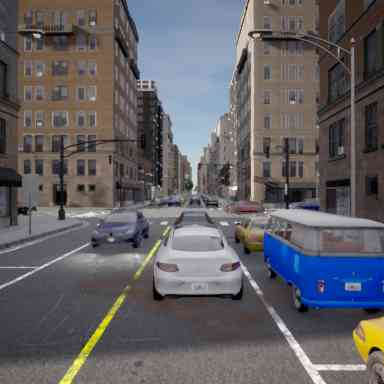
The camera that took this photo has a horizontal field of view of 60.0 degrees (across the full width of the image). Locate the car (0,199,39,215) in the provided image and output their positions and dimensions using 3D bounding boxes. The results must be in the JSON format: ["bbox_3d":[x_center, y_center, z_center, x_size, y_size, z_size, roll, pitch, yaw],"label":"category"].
[{"bbox_3d":[-18.043,1.411,32.311,5.357,1.411,2.033,0,-1,0],"label":"car"}]

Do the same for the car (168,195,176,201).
[{"bbox_3d":[-4.979,1.527,83.852,1.752,1.417,4.829,1,0,1],"label":"car"}]

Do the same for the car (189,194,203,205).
[{"bbox_3d":[0.585,1.530,59.388,1.812,1.442,4.674,0,0,1],"label":"car"}]

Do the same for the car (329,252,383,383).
[{"bbox_3d":[2.679,1.526,1.891,1.752,1.417,4.829,1,0,0],"label":"car"}]

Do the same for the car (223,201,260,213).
[{"bbox_3d":[5.333,1.586,34.471,4.181,1.385,1.994,1,0,-16],"label":"car"}]

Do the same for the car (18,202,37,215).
[{"bbox_3d":[-16.503,1.443,29.043,4.718,1.301,1.895,0,-1,1],"label":"car"}]

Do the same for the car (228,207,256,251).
[{"bbox_3d":[2.697,1.528,13.238,1.752,1.417,4.829,1,0,0],"label":"car"}]

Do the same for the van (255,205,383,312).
[{"bbox_3d":[2.689,1.342,7.395,1.690,1.788,3.998,1,0,0],"label":"van"}]

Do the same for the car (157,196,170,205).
[{"bbox_3d":[-5.295,1.556,61.907,2.008,1.369,4.403,1,0,1],"label":"car"}]

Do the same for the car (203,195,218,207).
[{"bbox_3d":[3.071,1.571,50.731,1.947,1.339,4.313,1,0,1],"label":"car"}]

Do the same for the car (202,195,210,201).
[{"bbox_3d":[3.627,1.550,89.442,2.008,1.369,4.403,1,0,1],"label":"car"}]

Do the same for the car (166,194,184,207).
[{"bbox_3d":[-2.674,1.483,52.175,1.882,1.535,5.008,0,0,1],"label":"car"}]

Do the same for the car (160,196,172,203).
[{"bbox_3d":[-5.215,1.549,67.436,1.887,1.381,4.507,1,0,1],"label":"car"}]

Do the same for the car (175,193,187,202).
[{"bbox_3d":[-2.511,1.483,61.835,1.882,1.535,5.008,0,0,1],"label":"car"}]

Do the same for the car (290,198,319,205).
[{"bbox_3d":[13.618,1.506,38.750,4.553,1.767,2.097,0,-1,1],"label":"car"}]

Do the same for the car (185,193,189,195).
[{"bbox_3d":[-2.300,1.359,71.963,2.097,1.767,4.553,0,0,1],"label":"car"}]

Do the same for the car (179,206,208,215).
[{"bbox_3d":[0.116,1.567,15.580,1.994,1.385,4.181,0,0,0],"label":"car"}]

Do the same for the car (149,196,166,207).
[{"bbox_3d":[-5.454,1.588,50.850,1.802,1.307,4.206,1,0,1],"label":"car"}]

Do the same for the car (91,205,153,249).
[{"bbox_3d":[-2.994,1.528,14.789,1.812,1.442,4.674,0,0,1],"label":"car"}]

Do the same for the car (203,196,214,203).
[{"bbox_3d":[3.309,1.548,67.322,1.887,1.381,4.507,1,0,1],"label":"car"}]

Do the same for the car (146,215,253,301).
[{"bbox_3d":[0.089,1.527,8.244,1.812,1.442,4.674,0,0,-1],"label":"car"}]

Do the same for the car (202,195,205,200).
[{"bbox_3d":[3.150,1.549,56.261,1.887,1.381,4.507,1,0,1],"label":"car"}]

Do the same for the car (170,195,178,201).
[{"bbox_3d":[-4.898,1.566,89.551,1.947,1.339,4.313,1,0,1],"label":"car"}]

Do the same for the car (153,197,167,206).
[{"bbox_3d":[-5.375,1.571,56.378,1.947,1.339,4.313,1,0,1],"label":"car"}]
